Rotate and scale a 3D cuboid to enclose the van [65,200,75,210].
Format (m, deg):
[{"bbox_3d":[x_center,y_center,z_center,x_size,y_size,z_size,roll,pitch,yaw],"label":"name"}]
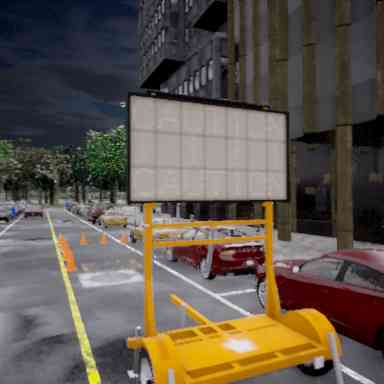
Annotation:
[{"bbox_3d":[-23.904,2.550,65.110,1.690,1.788,3.998,0,-1,-24],"label":"van"}]

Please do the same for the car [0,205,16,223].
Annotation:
[{"bbox_3d":[-18.327,2.182,31.855,1.947,1.339,4.313,0,-1,-24],"label":"car"}]

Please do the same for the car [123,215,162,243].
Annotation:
[{"bbox_3d":[-1.716,1.795,15.658,1.752,1.417,4.829,0,-1,-24],"label":"car"}]

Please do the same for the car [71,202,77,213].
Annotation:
[{"bbox_3d":[-15.000,2.373,45.265,1.887,1.381,4.507,0,-1,-24],"label":"car"}]

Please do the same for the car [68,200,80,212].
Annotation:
[{"bbox_3d":[-17.226,2.363,50.227,1.967,1.590,4.097,0,-1,-24],"label":"car"}]

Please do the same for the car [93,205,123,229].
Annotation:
[{"bbox_3d":[-6.167,1.981,25.579,1.752,1.417,4.829,0,-1,-24],"label":"car"}]

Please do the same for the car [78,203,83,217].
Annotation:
[{"bbox_3d":[-10.549,2.190,35.344,2.008,1.369,4.403,0,-1,-24],"label":"car"}]

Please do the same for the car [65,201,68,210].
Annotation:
[{"bbox_3d":[-19.453,2.333,55.190,2.192,1.841,5.009,0,-1,-24],"label":"car"}]

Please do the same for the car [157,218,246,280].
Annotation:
[{"bbox_3d":[0.579,1.719,10.543,1.887,1.381,4.507,0,-1,-24],"label":"car"}]

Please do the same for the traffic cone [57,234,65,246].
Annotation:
[{"bbox_3d":[-5.437,2.216,14.087,0.340,0.580,0.340,0,-1,-24],"label":"traffic cone"}]

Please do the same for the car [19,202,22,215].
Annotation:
[{"bbox_3d":[-22.709,2.327,41.621,1.752,1.417,4.829,0,-1,-24],"label":"car"}]

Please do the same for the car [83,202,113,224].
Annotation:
[{"bbox_3d":[-8.324,1.861,30.388,2.192,1.841,5.009,0,-1,-24],"label":"car"}]

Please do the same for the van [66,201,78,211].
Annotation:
[{"bbox_3d":[-21.678,2.455,60.149,1.690,1.788,3.998,0,-1,-24],"label":"van"}]

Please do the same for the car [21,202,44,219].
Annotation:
[{"bbox_3d":[-18.137,2.200,38.182,1.882,1.535,5.008,0,-1,-24],"label":"car"}]

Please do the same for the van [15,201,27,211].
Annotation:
[{"bbox_3d":[-31.682,2.527,61.621,1.690,1.788,3.998,0,-1,-24],"label":"van"}]

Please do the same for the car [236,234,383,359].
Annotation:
[{"bbox_3d":[2.805,1.627,5.582,1.887,1.381,4.507,0,-1,-24],"label":"car"}]

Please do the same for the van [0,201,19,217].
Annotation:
[{"bbox_3d":[-20.554,2.052,36.819,1.690,1.788,3.998,0,-1,-24],"label":"van"}]

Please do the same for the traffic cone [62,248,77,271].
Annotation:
[{"bbox_3d":[-3.800,2.148,10.439,0.340,0.580,0.340,0,-1,-24],"label":"traffic cone"}]

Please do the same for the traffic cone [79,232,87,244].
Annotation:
[{"bbox_3d":[-5.342,2.253,16.323,0.340,0.580,0.340,0,-1,-24],"label":"traffic cone"}]

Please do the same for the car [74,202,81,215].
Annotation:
[{"bbox_3d":[-12.844,2.262,40.460,1.752,1.417,4.829,0,-1,-24],"label":"car"}]

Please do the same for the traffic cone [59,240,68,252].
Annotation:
[{"bbox_3d":[-4.618,2.182,12.263,0.340,0.580,0.340,0,-1,-24],"label":"traffic cone"}]

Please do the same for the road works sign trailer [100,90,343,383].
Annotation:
[{"bbox_3d":[0.222,0.542,4.599,2.380,3.560,2.880,0,-1,-24],"label":"road works sign trailer"}]
